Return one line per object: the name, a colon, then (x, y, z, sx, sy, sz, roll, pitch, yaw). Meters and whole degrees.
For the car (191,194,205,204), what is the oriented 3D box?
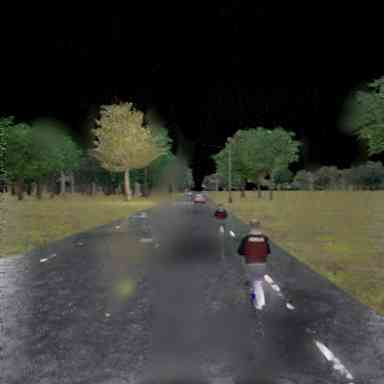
car: (1.384, 1.362, 59.937, 1.994, 1.385, 4.181, 0, 0, 1)

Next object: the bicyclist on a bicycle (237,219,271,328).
bicyclist on a bicycle: (1.120, 1.365, 6.090, 0.659, 1.776, 1.843, 0, 0, 1)

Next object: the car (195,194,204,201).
car: (1.575, 1.193, 73.897, 1.882, 1.535, 5.008, 0, 0, 1)

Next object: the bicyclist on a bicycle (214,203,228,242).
bicyclist on a bicycle: (1.307, 1.364, 15.054, 0.659, 1.776, 1.843, 0, 0, 1)
